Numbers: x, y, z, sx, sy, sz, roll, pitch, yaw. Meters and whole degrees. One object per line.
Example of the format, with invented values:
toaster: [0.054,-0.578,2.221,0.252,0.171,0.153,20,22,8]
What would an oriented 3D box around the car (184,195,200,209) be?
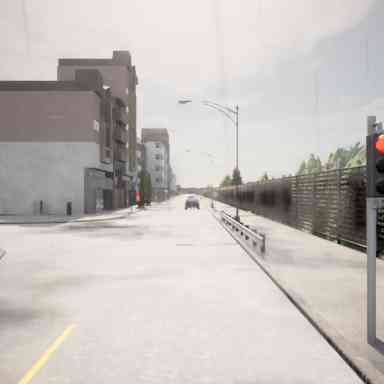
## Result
car: [0.032,1.525,45.206,1.812,1.442,4.674,0,0,0]

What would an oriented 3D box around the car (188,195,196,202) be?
car: [-0.115,1.524,77.482,1.812,1.442,4.674,0,0,0]
